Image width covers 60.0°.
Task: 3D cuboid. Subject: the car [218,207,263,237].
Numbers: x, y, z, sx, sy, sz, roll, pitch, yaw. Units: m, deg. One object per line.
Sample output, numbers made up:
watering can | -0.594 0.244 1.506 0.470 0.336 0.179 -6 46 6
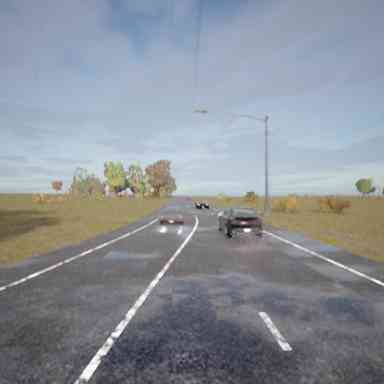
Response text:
car | 2.625 1.615 18.669 1.837 1.490 4.892 0 0 -2

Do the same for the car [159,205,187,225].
car | -1.385 1.694 25.798 2.033 1.411 5.357 0 0 1

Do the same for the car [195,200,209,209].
car | 1.474 1.891 50.224 1.895 1.301 4.718 0 0 -2
